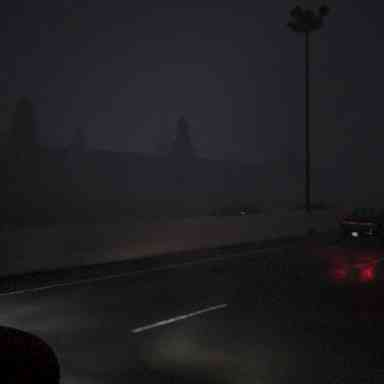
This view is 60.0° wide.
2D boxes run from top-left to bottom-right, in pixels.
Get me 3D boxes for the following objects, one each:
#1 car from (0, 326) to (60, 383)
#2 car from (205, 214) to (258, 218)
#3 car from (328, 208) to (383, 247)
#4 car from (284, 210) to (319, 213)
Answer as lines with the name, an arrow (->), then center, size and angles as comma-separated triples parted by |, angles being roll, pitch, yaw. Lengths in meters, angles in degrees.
car -> -3.272, 1.489, 1.592 | 5.008, 1.535, 1.882 | 0, 0, -35
car -> 2.932, 1.492, 24.080 | 4.902, 1.511, 2.128 | 0, 0, -38
car -> 8.442, 1.472, 14.823 | 4.902, 1.511, 2.128 | 0, 0, -38
car -> 8.517, 1.488, 24.005 | 4.892, 1.490, 1.837 | 0, 0, -38
